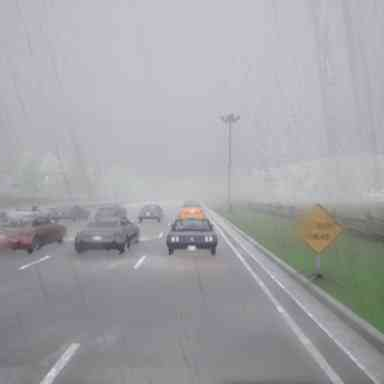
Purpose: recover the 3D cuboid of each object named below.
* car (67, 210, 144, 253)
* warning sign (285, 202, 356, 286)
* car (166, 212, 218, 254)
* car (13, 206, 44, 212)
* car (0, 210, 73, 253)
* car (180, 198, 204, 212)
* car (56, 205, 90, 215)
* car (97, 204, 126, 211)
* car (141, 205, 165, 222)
[{"bbox_3d":[-3.496,1.702,14.324,1.994,1.385,4.181,0,0,0],"label":"car"},{"bbox_3d":[3.051,1.193,8.062,1.300,1.860,1.060,0,-1,0],"label":"warning sign"},{"bbox_3d":[0.003,1.736,14.109,1.895,1.301,4.718,0,-1,0],"label":"car"},{"bbox_3d":[-13.996,1.878,29.109,1.895,1.301,4.718,0,-1,0],"label":"car"},{"bbox_3d":[-6.996,1.702,14.324,1.994,1.385,4.181,0,0,0],"label":"car"},{"bbox_3d":[0.005,1.628,29.089,2.097,1.767,4.553,0,-1,0],"label":"car"},{"bbox_3d":[-10.496,1.824,28.993,2.033,1.411,5.357,0,-1,0],"label":"car"},{"bbox_3d":[-6.994,1.772,29.294,2.128,1.511,4.902,0,0,0],"label":"car"},{"bbox_3d":[-3.496,1.824,28.992,2.033,1.411,5.357,0,-1,0],"label":"car"}]
